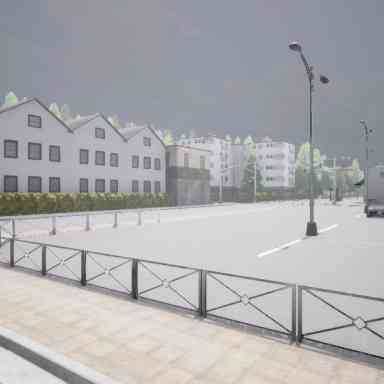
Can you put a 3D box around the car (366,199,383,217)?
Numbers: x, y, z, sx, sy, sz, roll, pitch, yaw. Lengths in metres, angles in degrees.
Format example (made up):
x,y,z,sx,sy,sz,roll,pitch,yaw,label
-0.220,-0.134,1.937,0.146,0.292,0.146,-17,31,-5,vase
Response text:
x,y,z,sx,sy,sz,roll,pitch,yaw,label
15.380,1.298,26.835,2.007,1.523,4.514,0,0,35,car
